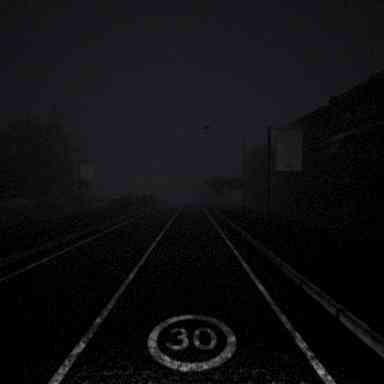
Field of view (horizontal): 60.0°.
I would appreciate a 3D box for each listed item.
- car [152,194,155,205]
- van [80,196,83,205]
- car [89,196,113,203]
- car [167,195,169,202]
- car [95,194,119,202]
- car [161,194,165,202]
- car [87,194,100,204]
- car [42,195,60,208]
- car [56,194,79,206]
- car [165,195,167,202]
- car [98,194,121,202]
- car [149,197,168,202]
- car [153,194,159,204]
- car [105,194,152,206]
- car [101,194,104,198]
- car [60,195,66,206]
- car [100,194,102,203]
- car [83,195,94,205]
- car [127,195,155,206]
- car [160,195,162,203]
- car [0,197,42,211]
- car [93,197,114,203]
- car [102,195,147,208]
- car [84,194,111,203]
[{"bbox_3d":[-8.840,1.543,52.406,4.892,1.521,2.231,0,-1,0],"label":"car"},{"bbox_3d":[-22.030,1.368,57.954,4.442,1.987,1.878,0,-1,0],"label":"van"},{"bbox_3d":[-21.930,1.829,80.234,5.008,1.535,2.097,0,-1,0],"label":"car"},{"bbox_3d":[-8.853,1.862,83.241,5.008,1.535,2.097,0,-1,0],"label":"car"},{"bbox_3d":[-21.912,1.646,85.805,5.566,2.045,2.435,0,-1,0],"label":"car"},{"bbox_3d":[-8.837,1.707,69.226,5.008,1.535,2.097,0,-1,0],"label":"car"},{"bbox_3d":[-21.734,1.677,66.309,5.366,1.575,1.946,0,-1,0],"label":"car"},{"bbox_3d":[-21.922,1.507,46.817,5.008,1.535,2.097,0,0,0],"label":"car"},{"bbox_3d":[-21.882,1.443,55.173,4.553,1.767,2.185,0,-1,0],"label":"car"},{"bbox_3d":[-8.874,1.485,72.032,5.566,2.045,2.435,0,-1,0],"label":"car"},{"bbox_3d":[-21.916,1.682,88.467,5.566,2.045,2.435,0,-1,0],"label":"car"},{"bbox_3d":[-8.894,1.966,88.844,4.792,1.488,2.163,0,-1,0],"label":"car"},{"bbox_3d":[-8.862,1.316,55.213,5.566,2.045,2.435,0,-1,0],"label":"car"},{"bbox_3d":[-8.866,1.254,46.803,5.566,2.045,2.435,0,0,0],"label":"car"},{"bbox_3d":[-21.896,1.766,71.879,4.792,1.488,2.163,0,-1,0],"label":"car"},{"bbox_3d":[-21.917,1.565,49.603,4.674,1.452,2.002,0,0,0],"label":"car"},{"bbox_3d":[-21.916,1.708,69.095,5.008,1.535,2.097,0,-1,0],"label":"car"},{"bbox_3d":[-21.914,1.691,63.523,4.674,1.452,2.002,0,-1,0],"label":"car"},{"bbox_3d":[-8.803,1.467,58.013,4.553,1.767,2.185,0,-1,0],"label":"car"},{"bbox_3d":[-8.831,1.651,63.620,4.892,1.521,2.231,0,-1,0],"label":"car"},{"bbox_3d":[-21.916,1.483,41.248,5.008,1.535,2.097,0,0,0],"label":"car"},{"bbox_3d":[-21.935,1.900,82.894,4.674,1.452,2.002,0,-1,0],"label":"car"},{"bbox_3d":[-8.834,1.493,44.001,4.892,1.521,2.231,0,0,0],"label":"car"},{"bbox_3d":[-21.904,1.544,77.450,5.566,2.045,2.435,0,-1,0],"label":"car"}]
